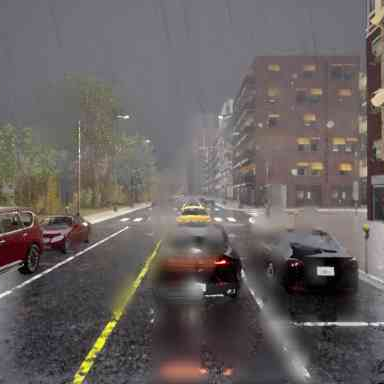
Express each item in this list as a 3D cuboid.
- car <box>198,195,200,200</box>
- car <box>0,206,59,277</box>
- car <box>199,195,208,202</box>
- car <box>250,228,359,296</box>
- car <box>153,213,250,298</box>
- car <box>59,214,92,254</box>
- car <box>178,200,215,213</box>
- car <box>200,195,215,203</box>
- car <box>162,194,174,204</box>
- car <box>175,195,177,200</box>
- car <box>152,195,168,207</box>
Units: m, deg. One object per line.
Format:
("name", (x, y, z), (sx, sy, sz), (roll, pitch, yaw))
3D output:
("car", (2.693, 1.621, 69.376), (1.802, 1.307, 4.206), (1, 0, 0))
("car", (-5.292, 1.317, 7.767), (2.192, 1.841, 5.009), (1, 0, 0))
("car", (2.714, 1.492, 80.743), (1.967, 1.590, 4.097), (1, 0, 0))
("car", (2.587, 1.568, 8.510), (1.947, 1.339, 4.313), (1, 0, 0))
("car", (0.114, 1.507, 8.526), (1.837, 1.490, 4.892), (0, 0, 0))
("car", (-5.285, 1.585, 13.422), (1.802, 1.307, 4.206), (1, 0, 0))
("car", (0.132, 1.461, 19.060), (1.801, 1.575, 5.366), (0, 0, 0))
("car", (2.664, 1.574, 52.327), (2.008, 1.369, 4.403), (1, 0, 0))
("car", (-5.196, 1.348, 62.889), (2.192, 1.841, 5.009), (1, 0, 0))
("car", (-5.159, 1.609, 85.593), (2.008, 1.369, 4.403), (1, 0, 0))
("car", (-5.218, 1.568, 51.537), (1.887, 1.381, 4.507), (1, 0, 0))
